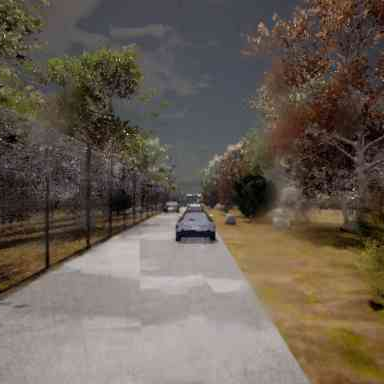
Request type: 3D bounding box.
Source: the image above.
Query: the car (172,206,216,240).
[{"bbox_3d":[0.185,1.646,17.487,1.994,1.385,4.181,0,-1,0],"label":"car"}]

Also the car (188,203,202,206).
[{"bbox_3d":[0.314,1.844,35.028,1.812,1.442,4.674,0,-1,0],"label":"car"}]

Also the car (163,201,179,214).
[{"bbox_3d":[-2.553,1.956,42.455,2.128,1.511,4.902,0,-1,1],"label":"car"}]
